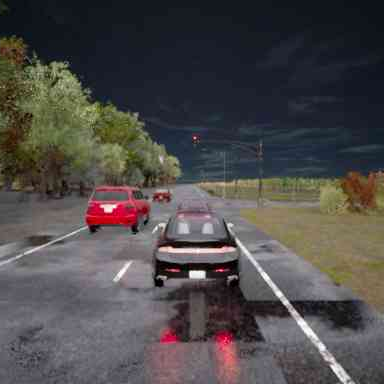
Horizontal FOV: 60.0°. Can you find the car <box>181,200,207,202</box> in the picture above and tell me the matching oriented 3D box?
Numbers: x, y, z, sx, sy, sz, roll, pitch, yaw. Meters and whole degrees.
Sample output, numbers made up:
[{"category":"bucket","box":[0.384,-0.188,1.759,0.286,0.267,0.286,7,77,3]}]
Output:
[{"category":"car","box":[0.101,1.089,17.748,1.895,1.301,4.718,0,2,0]}]

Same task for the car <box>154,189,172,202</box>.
[{"category":"car","box":[-3.397,0.358,38.868,1.882,1.535,5.008,0,2,0]}]

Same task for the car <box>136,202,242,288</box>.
[{"category":"car","box":[0.100,1.242,8.534,2.128,1.511,4.902,0,2,0]}]

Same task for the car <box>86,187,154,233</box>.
[{"category":"car","box":[-3.398,0.753,16.180,2.150,2.045,5.566,0,2,0]}]
